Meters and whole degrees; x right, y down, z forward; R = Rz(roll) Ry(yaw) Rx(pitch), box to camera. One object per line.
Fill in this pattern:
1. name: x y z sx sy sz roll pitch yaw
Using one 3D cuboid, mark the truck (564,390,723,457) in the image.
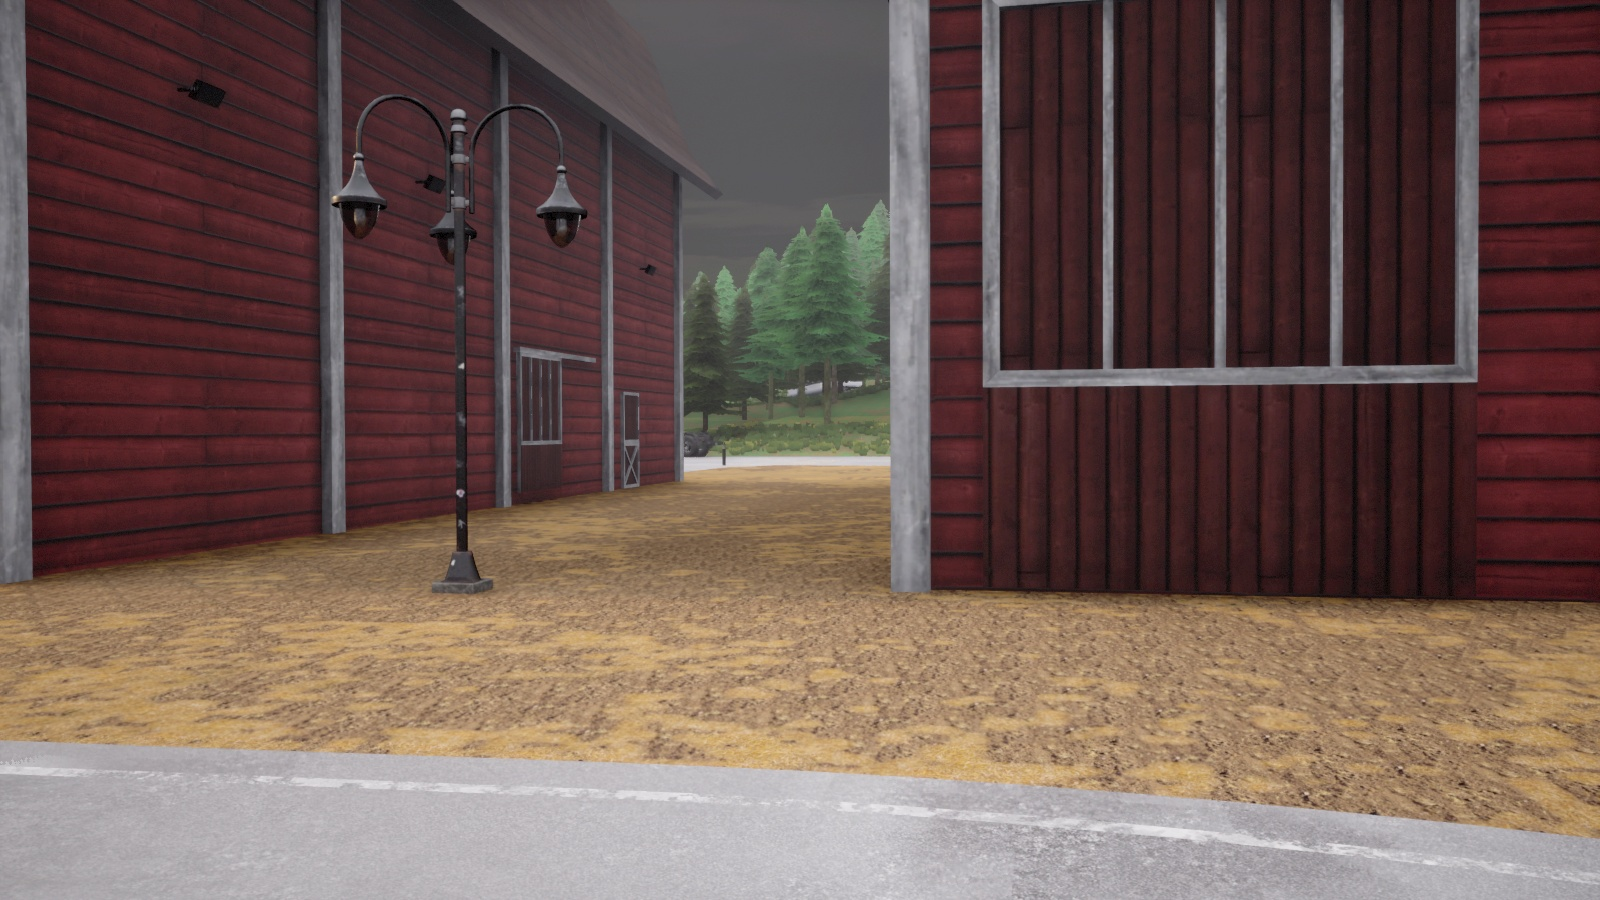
1. truck: -8.307 -1.399 66.984 7.936 3.462 2.891 0 1 12
